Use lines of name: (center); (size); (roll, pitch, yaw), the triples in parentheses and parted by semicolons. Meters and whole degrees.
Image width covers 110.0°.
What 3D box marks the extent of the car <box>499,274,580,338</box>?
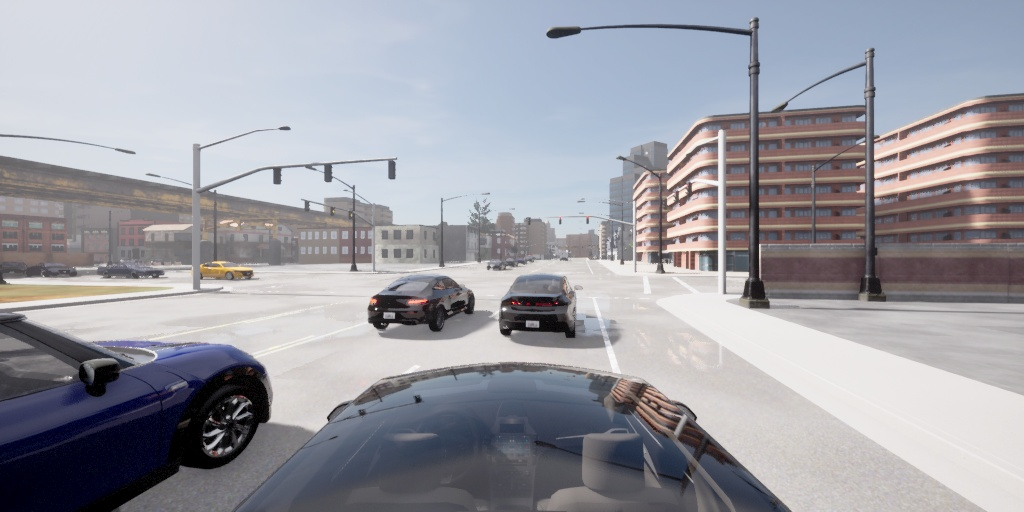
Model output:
car: (0.907, 1.255, 10.284); (1.837, 1.490, 4.892); (0, 0, 11)

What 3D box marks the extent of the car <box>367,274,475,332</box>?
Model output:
car: (-2.539, 1.276, 10.924); (1.812, 1.442, 4.674); (0, 0, 11)

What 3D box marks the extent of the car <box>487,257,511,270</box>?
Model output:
car: (-2.042, 1.106, 48.061); (2.128, 1.511, 4.902); (0, 1, 11)

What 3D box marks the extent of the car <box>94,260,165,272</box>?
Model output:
car: (-34.263, 1.297, 32.185); (5.357, 1.411, 2.033); (0, 0, 9)

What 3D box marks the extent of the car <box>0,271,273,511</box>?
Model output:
car: (-3.858, 1.102, 2.146); (2.097, 1.767, 4.553); (0, 0, 6)

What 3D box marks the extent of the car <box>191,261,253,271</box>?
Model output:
car: (-24.605, 1.228, 30.554); (5.008, 1.535, 1.882); (0, 0, 10)

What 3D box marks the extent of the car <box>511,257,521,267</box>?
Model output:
car: (-0.245, 0.957, 57.338); (1.882, 1.535, 5.008); (0, 1, 11)

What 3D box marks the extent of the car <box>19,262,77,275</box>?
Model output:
car: (-43.983, 1.314, 34.216); (4.181, 1.385, 1.994); (0, 0, 15)
